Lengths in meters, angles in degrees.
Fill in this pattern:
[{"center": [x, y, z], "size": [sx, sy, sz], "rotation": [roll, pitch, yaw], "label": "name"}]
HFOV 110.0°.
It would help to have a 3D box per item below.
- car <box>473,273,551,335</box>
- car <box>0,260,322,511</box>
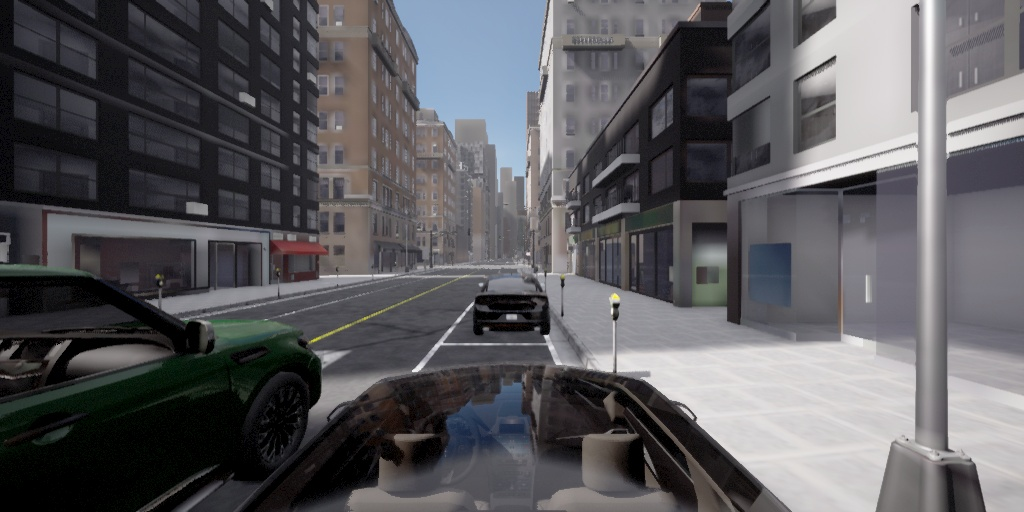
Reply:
[{"center": [-0.006, 1.218, 10.500], "size": [1.882, 1.535, 5.008], "rotation": [0, 0, 0], "label": "car"}, {"center": [-3.145, 0.980, 1.530], "size": [2.150, 2.045, 5.566], "rotation": [0, 0, 0], "label": "car"}]
